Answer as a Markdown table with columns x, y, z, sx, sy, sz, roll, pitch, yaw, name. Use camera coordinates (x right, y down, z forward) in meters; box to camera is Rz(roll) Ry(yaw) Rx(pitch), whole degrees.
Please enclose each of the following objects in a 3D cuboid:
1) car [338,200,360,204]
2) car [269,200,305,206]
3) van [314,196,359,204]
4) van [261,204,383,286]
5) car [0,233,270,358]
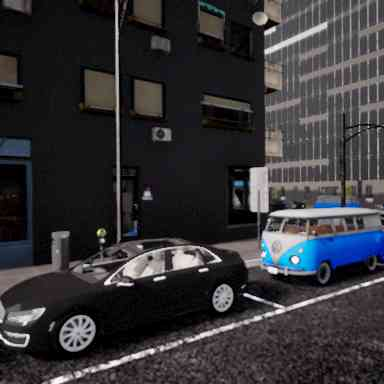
| x | y | z | sx | sy | sz | roll | pitch | yaw | name |
| --- | --- | --- | --- | --- | --- | --- | --- | --- | --- |
| 13.592 | 1.548 | 24.390 | 1.895 | 1.301 | 4.718 | -1 | 1 | -32 | car |
| 9.681 | 1.433 | 34.320 | 1.947 | 1.339 | 4.313 | -1 | 1 | -35 | car |
| 12.859 | 1.234 | 29.803 | 1.690 | 1.788 | 3.998 | -1 | 1 | -35 | van |
| 3.632 | 1.349 | 9.163 | 3.998 | 1.788 | 1.690 | 0 | -1 | -35 | van |
| -0.928 | 1.553 | 5.909 | 4.403 | 1.369 | 2.008 | 0 | -1 | -35 | car |
